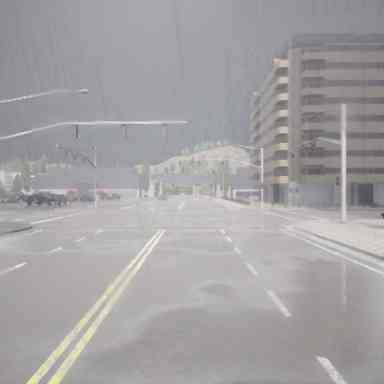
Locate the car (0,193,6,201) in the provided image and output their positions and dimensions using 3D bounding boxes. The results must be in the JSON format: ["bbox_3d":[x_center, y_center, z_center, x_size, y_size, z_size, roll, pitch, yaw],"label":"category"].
[{"bbox_3d":[-43.608,1.151,73.818,1.932,1.855,4.605,0,0,0],"label":"car"}]

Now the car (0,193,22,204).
[{"bbox_3d":[-32.532,1.393,58.766,1.970,1.475,3.806,0,0,0],"label":"car"}]

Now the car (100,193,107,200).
[{"bbox_3d":[-23.942,1.154,91.305,1.905,1.878,3.866,0,0,0],"label":"car"}]

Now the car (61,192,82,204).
[{"bbox_3d":[-26.710,1.393,73.848,1.970,1.475,3.806,0,0,0],"label":"car"}]

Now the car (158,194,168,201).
[{"bbox_3d":[-7.000,1.328,80.851,2.097,1.767,4.553,0,0,0],"label":"car"}]

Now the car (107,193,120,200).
[{"bbox_3d":[-21.048,1.151,91.241,1.932,1.855,4.605,0,0,0],"label":"car"}]
